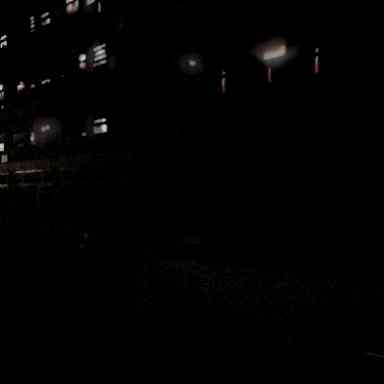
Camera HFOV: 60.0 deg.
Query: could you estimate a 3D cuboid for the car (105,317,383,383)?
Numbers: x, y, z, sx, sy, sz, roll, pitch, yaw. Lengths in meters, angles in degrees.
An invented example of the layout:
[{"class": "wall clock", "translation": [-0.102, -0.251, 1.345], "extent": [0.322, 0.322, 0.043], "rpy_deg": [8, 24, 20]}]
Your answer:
[{"class": "car", "translation": [1.231, 1.551, 1.999], "extent": [4.403, 1.369, 2.008], "rpy_deg": [0, 0, 36]}]
